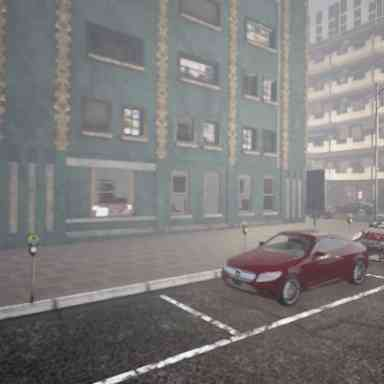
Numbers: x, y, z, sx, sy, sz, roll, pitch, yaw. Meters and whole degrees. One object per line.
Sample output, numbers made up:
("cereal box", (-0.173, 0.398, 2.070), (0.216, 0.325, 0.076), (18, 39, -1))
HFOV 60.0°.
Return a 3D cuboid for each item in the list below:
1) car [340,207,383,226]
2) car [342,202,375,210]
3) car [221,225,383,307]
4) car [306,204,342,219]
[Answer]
("car", (7.137, 1.453, 11.187), (4.097, 1.590, 1.967), (0, 1, -35))
("car", (15.771, 1.615, 32.467), (1.947, 1.339, 4.313), (1, -1, -36))
("car", (2.620, 1.589, 7.962), (4.206, 1.307, 1.802), (0, 1, -35))
("car", (9.395, 1.258, 27.843), (2.192, 1.841, 5.009), (1, -1, -36))
